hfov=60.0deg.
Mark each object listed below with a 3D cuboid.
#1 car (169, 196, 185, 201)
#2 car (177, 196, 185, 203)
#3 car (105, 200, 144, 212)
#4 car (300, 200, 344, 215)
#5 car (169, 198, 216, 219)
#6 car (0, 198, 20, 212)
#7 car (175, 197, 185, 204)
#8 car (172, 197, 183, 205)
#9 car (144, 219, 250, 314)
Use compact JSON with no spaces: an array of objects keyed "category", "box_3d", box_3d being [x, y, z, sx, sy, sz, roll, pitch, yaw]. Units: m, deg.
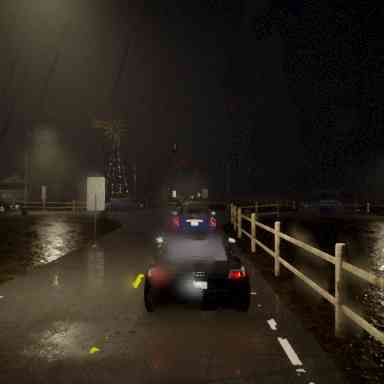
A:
[{"category":"car","box_3d":[-2.796,1.681,55.433,2.128,1.511,4.902,0,0,0]},{"category":"car","box_3d":[-2.675,1.883,85.317,1.882,1.535,5.008,0,0,0]},{"category":"car","box_3d":[-8.145,1.568,37.668,5.357,1.411,2.033,0,-1,1]},{"category":"car","box_3d":[14.614,1.705,37.667,4.553,1.767,2.097,1,-2,1]},{"category":"car","box_3d":[0.109,1.380,16.357,2.097,1.767,4.553,0,0,0]},{"category":"car","box_3d":[-20.281,1.292,34.042,4.892,1.490,1.837,1,-2,0]},{"category":"car","box_3d":[-2.686,1.879,75.188,1.994,1.385,4.181,0,0,0]},{"category":"car","box_3d":[-2.737,1.731,65.237,1.882,1.535,5.008,0,0,1]},{"category":"car","box_3d":[0.104,1.573,7.714,1.994,1.385,4.181,0,0,0]}]
